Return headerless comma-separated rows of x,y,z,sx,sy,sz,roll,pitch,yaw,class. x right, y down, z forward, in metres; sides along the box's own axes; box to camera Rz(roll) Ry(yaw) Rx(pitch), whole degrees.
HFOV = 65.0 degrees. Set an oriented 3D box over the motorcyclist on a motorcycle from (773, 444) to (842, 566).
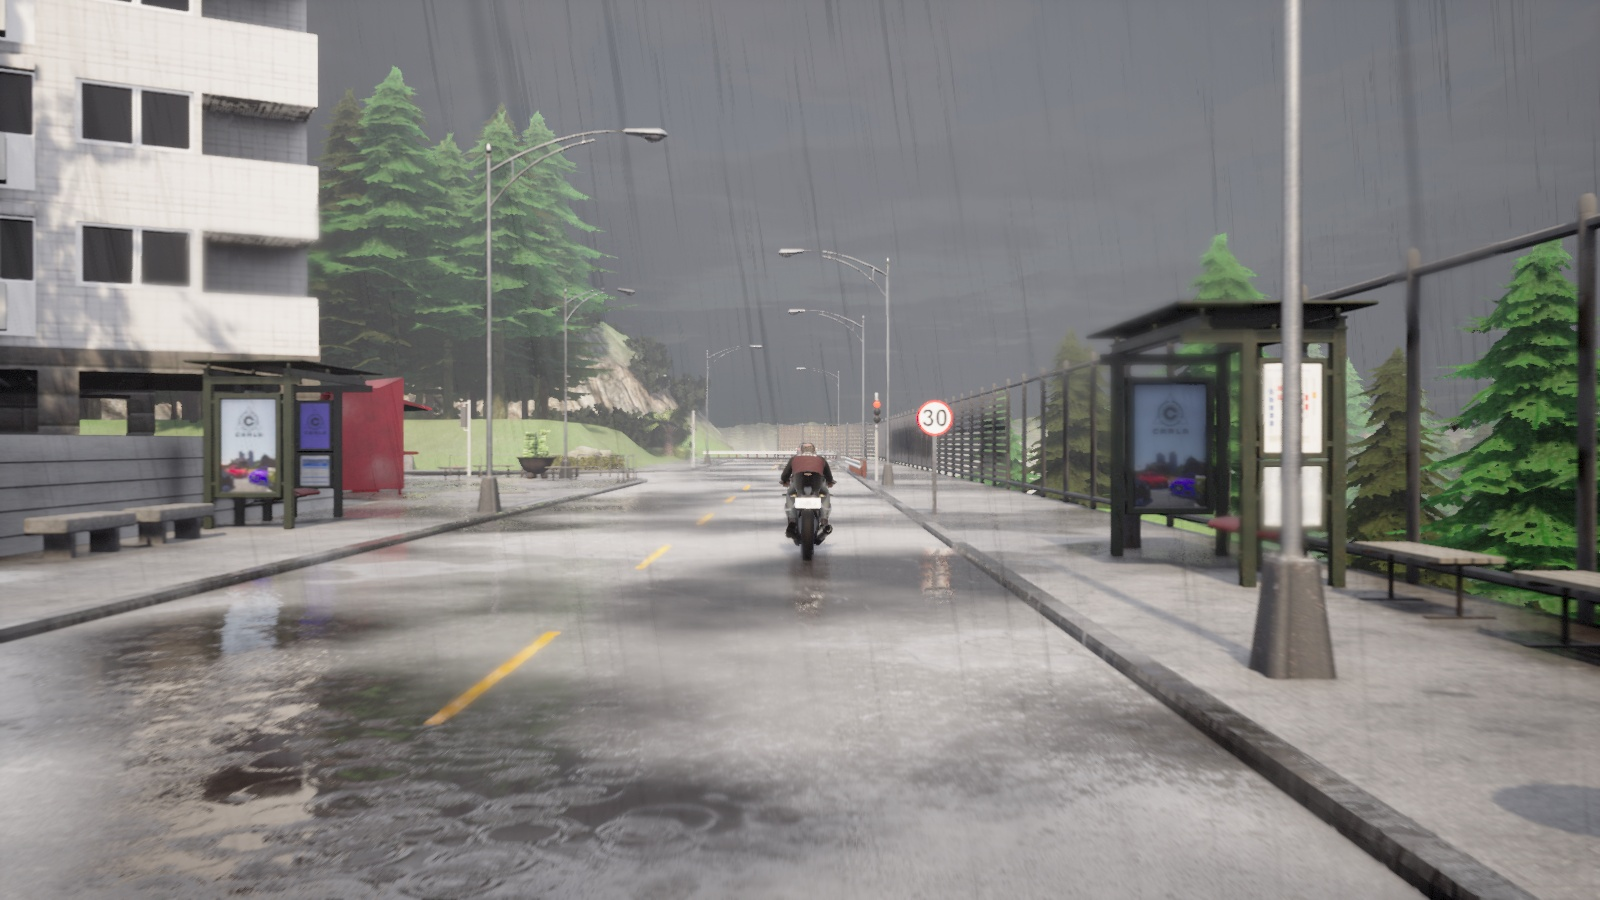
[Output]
0.105,0.686,16.864,0.866,1.530,2.191,0,0,0,motorcyclist on a motorcycle
